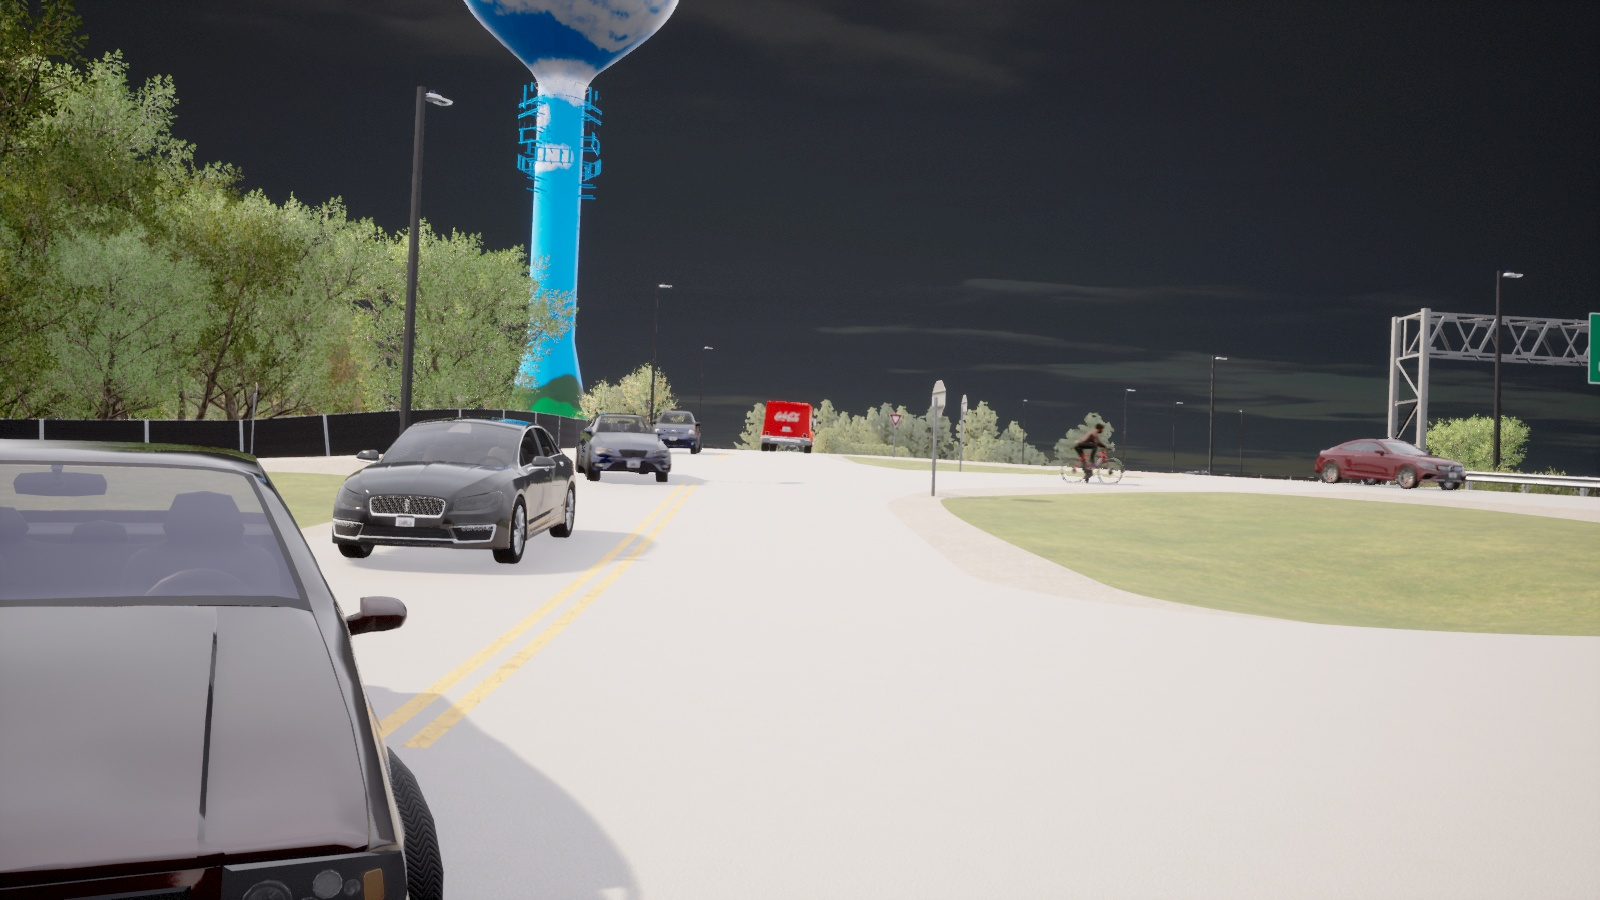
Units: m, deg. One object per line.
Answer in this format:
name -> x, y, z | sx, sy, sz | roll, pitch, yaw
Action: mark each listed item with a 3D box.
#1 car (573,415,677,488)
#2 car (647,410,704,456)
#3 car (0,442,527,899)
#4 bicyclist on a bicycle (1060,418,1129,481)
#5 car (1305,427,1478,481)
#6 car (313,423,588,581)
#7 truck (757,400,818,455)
car -> -4.057, -0.011, 28.585 | 1.816, 1.474, 4.193 | 1, 2, -15
car -> -4.678, -0.647, 47.611 | 1.851, 1.617, 3.988 | 1, 1, -2
car -> -2.553, 0.719, 4.461 | 2.033, 1.411, 5.357 | 1, 1, -24
bicyclist on a bicycle -> 7.799, -0.020, 33.311 | 1.656, 1.620, 0.582 | 1, 1, 1
car -> 17.583, 0.081, 37.589 | 1.812, 1.442, 4.674 | 2, 1, -22
car -> -3.828, 0.455, 14.714 | 1.837, 1.490, 4.892 | 1, 2, 0
truck -> -0.565, -1.079, 63.407 | 2.627, 2.467, 5.204 | 3, 0, 3
